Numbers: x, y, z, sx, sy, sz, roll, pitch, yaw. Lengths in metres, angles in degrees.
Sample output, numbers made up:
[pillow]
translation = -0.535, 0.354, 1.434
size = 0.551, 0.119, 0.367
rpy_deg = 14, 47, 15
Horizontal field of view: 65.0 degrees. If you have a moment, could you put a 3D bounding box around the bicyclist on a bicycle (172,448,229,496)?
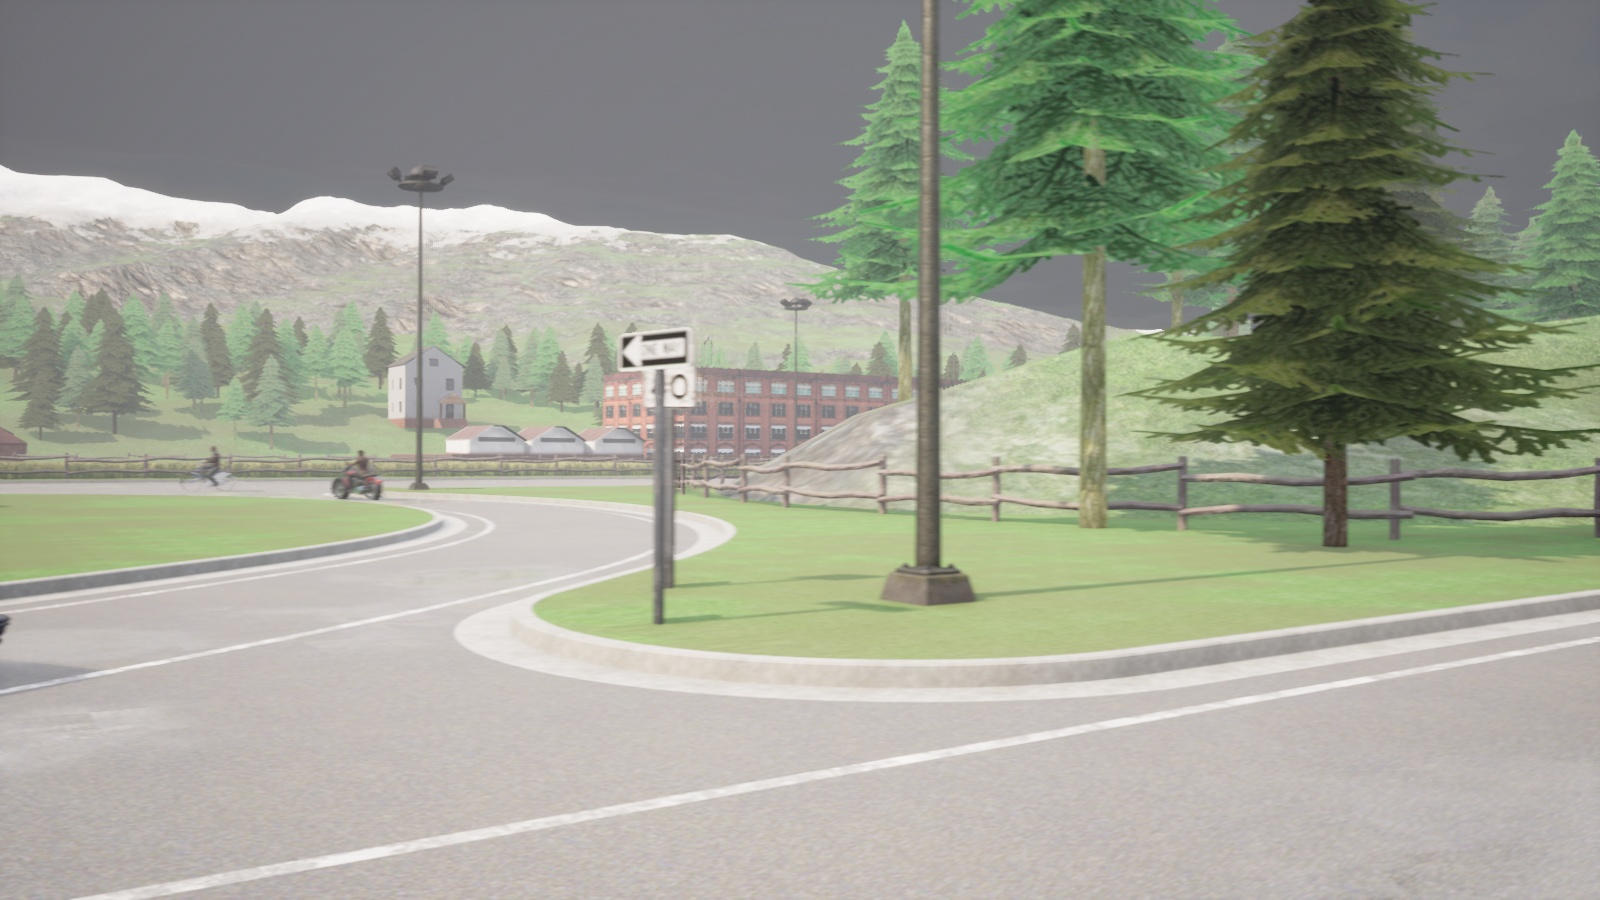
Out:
[bicyclist on a bicycle]
translation = -22.536, 0.804, 47.231
size = 1.843, 1.776, 0.659
rpy_deg = 0, 0, -35

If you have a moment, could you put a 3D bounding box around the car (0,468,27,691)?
[car]
translation = -7.019, 0.815, 6.080
size = 2.033, 1.411, 5.357
rpy_deg = 0, 0, 24

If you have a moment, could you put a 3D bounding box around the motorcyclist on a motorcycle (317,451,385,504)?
[motorcyclist on a motorcycle]
translation = -14.229, 0.855, 39.759
size = 2.350, 1.649, 0.766
rpy_deg = 0, 1, 34
